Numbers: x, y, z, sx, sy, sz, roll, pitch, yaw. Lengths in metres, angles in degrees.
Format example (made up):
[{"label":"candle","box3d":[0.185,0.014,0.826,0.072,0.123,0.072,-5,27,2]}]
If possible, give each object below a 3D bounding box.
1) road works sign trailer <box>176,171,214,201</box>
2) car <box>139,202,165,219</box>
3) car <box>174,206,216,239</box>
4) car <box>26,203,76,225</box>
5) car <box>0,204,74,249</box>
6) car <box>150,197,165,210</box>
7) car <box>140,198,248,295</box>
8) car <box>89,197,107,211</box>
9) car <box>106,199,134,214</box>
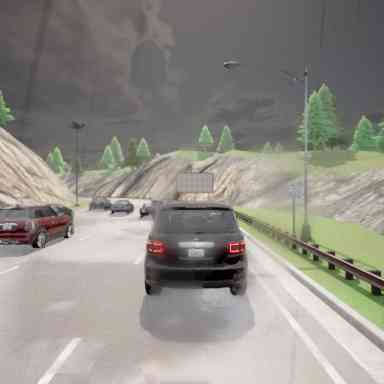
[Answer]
[{"label":"road works sign trailer","box3d":[0.190,0.464,21.564,2.380,3.560,2.880,0,0,0]},{"label":"car","box3d":[-3.514,1.600,30.024,1.895,1.301,4.718,0,0,-1]},{"label":"car","box3d":[0.115,1.559,18.068,1.994,1.385,4.181,0,0,0]},{"label":"car","box3d":[-10.438,1.563,25.020,1.994,1.385,4.181,0,0,0]},{"label":"car","box3d":[-6.915,1.353,14.623,2.097,1.767,4.553,0,0,0]},{"label":"car","box3d":[-4.544,1.478,43.459,1.882,1.535,5.008,0,0,-6]},{"label":"car","box3d":[0.089,1.221,8.846,2.150,2.045,5.566,0,0,0]},{"label":"car","box3d":[-11.319,1.354,41.127,2.097,1.767,4.553,0,0,-7]},{"label":"car","box3d":[-7.242,1.548,34.832,2.033,1.411,5.357,0,0,-3]}]
